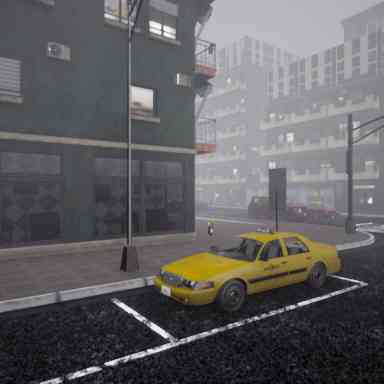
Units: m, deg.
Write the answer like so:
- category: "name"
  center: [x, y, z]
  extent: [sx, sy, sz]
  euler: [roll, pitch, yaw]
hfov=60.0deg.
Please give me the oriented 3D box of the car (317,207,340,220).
- category: "car"
  center: [9.072, 1.550, 26.256]
  extent: [1.895, 1.301, 4.718]
  euler: [0, 0, -37]

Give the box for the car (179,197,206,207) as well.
- category: "car"
  center: [-0.024, 1.463, 48.673]
  extent: [1.802, 1.307, 4.206]
  euler: [0, 0, -36]

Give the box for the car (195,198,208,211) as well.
- category: "car"
  center: [-0.150, 1.380, 38.974]
  extent: [1.882, 1.535, 5.008]
  euler: [0, 0, -36]

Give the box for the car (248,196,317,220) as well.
- category: "car"
  center: [6.477, 1.262, 25.404]
  extent: [2.192, 1.841, 5.009]
  euler: [0, 0, -36]

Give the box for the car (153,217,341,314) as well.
- category: "car"
  center: [1.475, 1.525, 7.612]
  extent: [4.829, 1.417, 1.752]
  euler: [0, 0, -35]
